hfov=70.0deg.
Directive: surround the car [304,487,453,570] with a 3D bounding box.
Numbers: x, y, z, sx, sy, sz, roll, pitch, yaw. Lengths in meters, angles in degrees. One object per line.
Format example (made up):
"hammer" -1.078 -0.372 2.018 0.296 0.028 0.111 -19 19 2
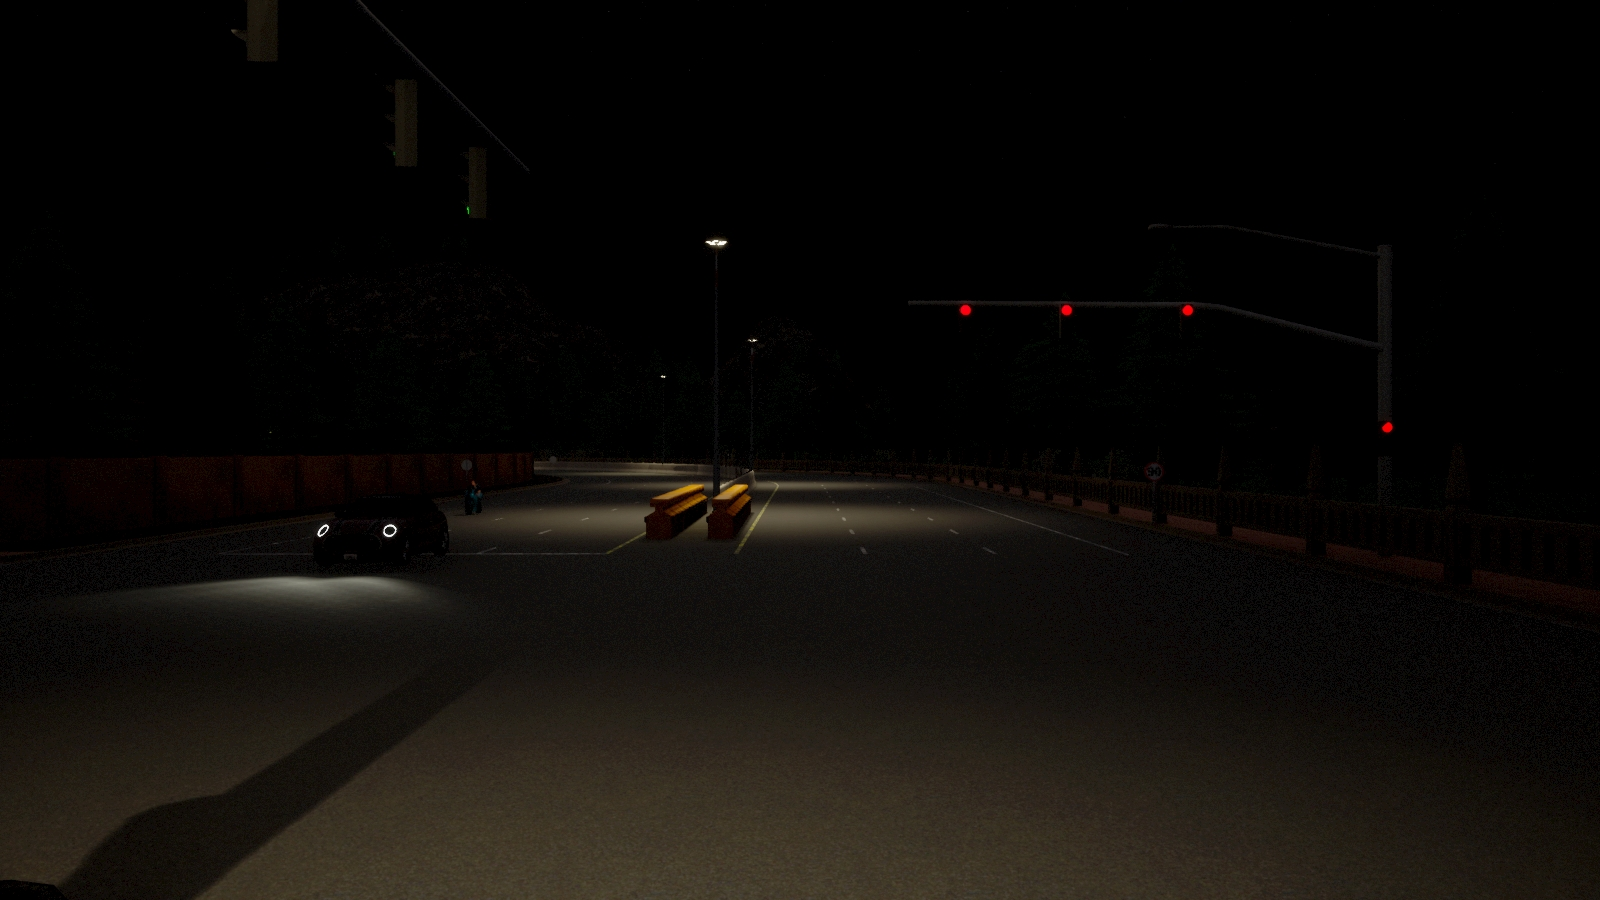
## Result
"car" -10.504 1.906 28.861 2.097 1.767 4.553 0 0 0
